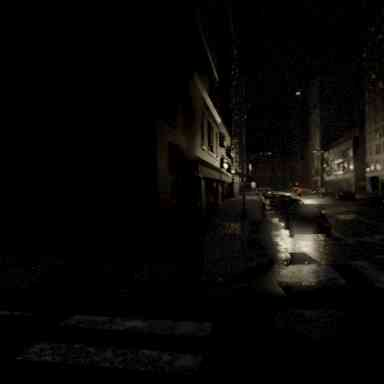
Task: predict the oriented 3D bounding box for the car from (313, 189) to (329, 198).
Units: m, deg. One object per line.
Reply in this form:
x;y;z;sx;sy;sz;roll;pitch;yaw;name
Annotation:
20.653;0.220;51.598;2.008;1.369;4.403;-1;1;11;car

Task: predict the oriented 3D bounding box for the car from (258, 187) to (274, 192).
14.316;0.186;64.029;1.947;1.339;4.313;-1;1;11;car

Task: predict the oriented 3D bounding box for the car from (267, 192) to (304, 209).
7.169;0.967;25.997;2.008;1.369;4.403;-1;1;11;car

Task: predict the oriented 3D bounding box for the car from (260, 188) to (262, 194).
12.274;0.415;53.163;1.947;1.339;4.313;-1;1;11;car

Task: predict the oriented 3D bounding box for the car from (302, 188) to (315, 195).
23.716;-0.092;67.902;1.802;1.307;4.206;-1;1;11;car

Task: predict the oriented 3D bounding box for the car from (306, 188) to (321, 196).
22.695;0.007;62.468;1.947;1.339;4.313;-1;1;11;car

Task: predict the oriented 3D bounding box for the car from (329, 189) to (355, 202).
18.611;0.463;40.730;1.947;1.339;4.313;-1;1;11;car

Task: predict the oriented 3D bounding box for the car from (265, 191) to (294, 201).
8.190;0.848;31.430;1.887;1.381;4.507;-1;1;11;car

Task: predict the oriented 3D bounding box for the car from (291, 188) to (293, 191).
26.778;-0.575;84.203;1.967;1.590;4.097;-1;1;11;car

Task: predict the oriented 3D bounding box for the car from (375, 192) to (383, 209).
15.547;0.788;24.426;2.008;1.369;4.403;-1;1;11;car

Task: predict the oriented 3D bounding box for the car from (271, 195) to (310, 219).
6.148;1.095;20.564;1.947;1.339;4.313;-1;1;11;car

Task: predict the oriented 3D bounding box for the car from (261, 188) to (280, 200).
11.221;0.492;47.562;1.752;1.417;4.829;-1;1;11;car

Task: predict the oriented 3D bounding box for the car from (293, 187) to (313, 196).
19.138;0.137;57.425;1.812;1.442;4.674;-1;1;11;car

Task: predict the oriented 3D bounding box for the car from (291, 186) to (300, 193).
27.799;-0.688;89.637;1.967;1.590;4.097;-1;1;11;car

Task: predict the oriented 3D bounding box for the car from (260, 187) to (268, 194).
17.377;-0.282;80.325;1.967;1.590;4.097;-1;1;11;car

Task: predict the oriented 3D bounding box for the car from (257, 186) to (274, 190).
15.333;-0.179;69.457;2.192;1.841;5.009;-1;1;11;car

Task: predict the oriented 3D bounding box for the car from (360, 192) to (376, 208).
16.568;0.669;29.861;1.887;1.381;4.507;-1;1;11;car

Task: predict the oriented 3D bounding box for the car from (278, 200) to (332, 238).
5.128;1.224;15.132;1.802;1.307;4.206;-1;1;11;car

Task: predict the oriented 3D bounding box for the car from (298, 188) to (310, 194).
24.738;-0.222;73.337;1.947;1.339;4.313;-1;1;11;car
